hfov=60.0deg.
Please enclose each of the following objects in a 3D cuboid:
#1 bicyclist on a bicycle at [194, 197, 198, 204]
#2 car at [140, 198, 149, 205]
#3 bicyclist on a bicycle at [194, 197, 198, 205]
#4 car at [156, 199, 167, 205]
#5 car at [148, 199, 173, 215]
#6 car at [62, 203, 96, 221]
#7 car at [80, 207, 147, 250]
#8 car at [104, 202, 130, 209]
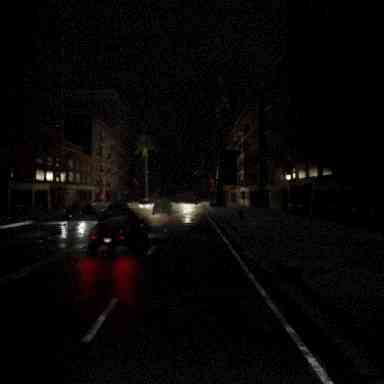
[{"bbox_3d":[0.866,2.037,79.129,0.866,1.612,1.509,0,-1,0],"label":"bicyclist on a bicycle"},{"bbox_3d":[-9.770,1.998,69.775,2.128,1.511,4.902,0,-1,0],"label":"car"},{"bbox_3d":[0.874,1.955,70.131,0.582,1.620,1.656,0,-1,0],"label":"bicyclist on a bicycle"},{"bbox_3d":[-6.522,2.083,71.968,1.895,1.301,4.718,0,-1,0],"label":"car"},{"bbox_3d":[-3.161,1.708,36.162,2.128,1.511,4.902,0,0,0],"label":"car"},{"bbox_3d":[-9.856,1.702,29.352,1.812,1.442,4.674,0,0,0],"label":"car"},{"bbox_3d":[-3.156,1.619,14.709,1.812,1.442,4.674,0,0,0],"label":"car"},{"bbox_3d":[-6.607,1.683,29.656,1.837,1.490,4.892,0,0,0],"label":"car"}]
